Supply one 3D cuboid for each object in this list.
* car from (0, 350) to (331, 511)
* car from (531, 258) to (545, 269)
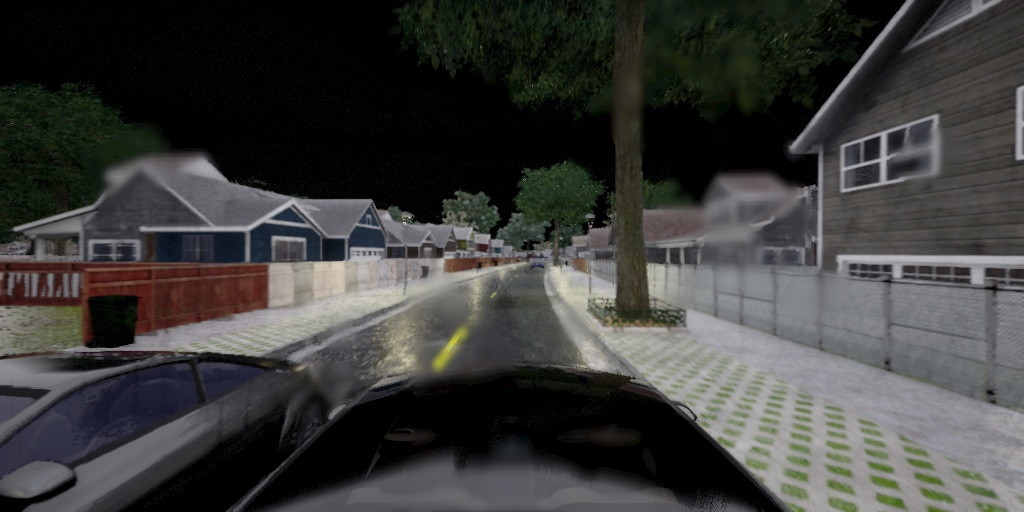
[{"bbox_3d":[-2.797,1.308,1.862,1.994,1.385,4.181,0,0,0],"label":"car"},{"bbox_3d":[4.209,1.180,58.914,2.097,1.767,4.553,0,0,6],"label":"car"}]
